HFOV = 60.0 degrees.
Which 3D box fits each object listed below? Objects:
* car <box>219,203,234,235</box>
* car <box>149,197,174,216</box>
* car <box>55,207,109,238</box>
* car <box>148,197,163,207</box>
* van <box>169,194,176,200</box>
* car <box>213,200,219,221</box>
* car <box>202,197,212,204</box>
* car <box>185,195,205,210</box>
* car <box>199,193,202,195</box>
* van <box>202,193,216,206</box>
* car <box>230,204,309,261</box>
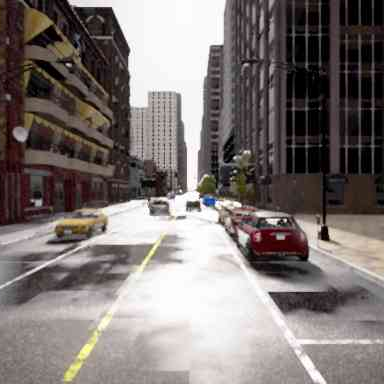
[{"bbox_3d":[2.718,1.516,17.752,1.887,1.381,4.507,0,0,0],"label":"car"},{"bbox_3d":[-3.046,1.491,32.648,1.812,1.442,4.674,0,0,0],"label":"car"},{"bbox_3d":[-5.662,1.498,17.594,1.752,1.417,4.829,0,0,0],"label":"car"},{"bbox_3d":[-5.610,1.487,51.576,1.752,1.417,4.829,0,0,0],"label":"car"},{"bbox_3d":[-5.543,1.348,95.459,1.690,1.788,3.998,0,0,0],"label":"van"},{"bbox_3d":[2.727,1.493,23.584,1.752,1.417,4.829,0,0,0],"label":"car"},{"bbox_3d":[2.788,1.545,63.060,1.802,1.307,4.206,0,0,0],"label":"car"},{"bbox_3d":[0.166,1.455,41.212,2.128,1.511,4.902,0,0,0],"label":"car"},{"bbox_3d":[2.837,1.321,95.448,2.192,1.841,5.009,0,0,0],"label":"car"},{"bbox_3d":[2.770,1.302,51.733,1.690,1.788,3.998,0,0,0],"label":"van"},{"bbox_3d":[2.709,1.417,12.090,1.967,1.590,4.097,0,0,0],"label":"car"}]
